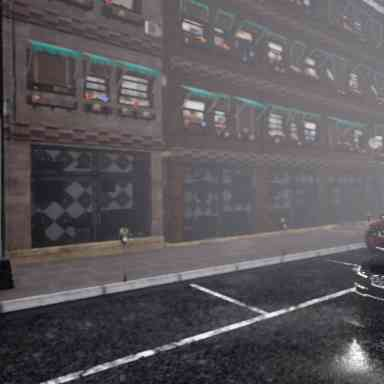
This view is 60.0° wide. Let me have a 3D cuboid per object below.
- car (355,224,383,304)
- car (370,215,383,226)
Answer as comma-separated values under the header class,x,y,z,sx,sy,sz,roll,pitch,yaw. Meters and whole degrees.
class,x,y,z,sx,sy,sz,roll,pitch,yaw
car,5.507,1.549,7.306,4.892,1.490,1.837,0,0,-36
car,8.734,1.389,12.804,5.009,1.841,2.192,0,-1,-35
